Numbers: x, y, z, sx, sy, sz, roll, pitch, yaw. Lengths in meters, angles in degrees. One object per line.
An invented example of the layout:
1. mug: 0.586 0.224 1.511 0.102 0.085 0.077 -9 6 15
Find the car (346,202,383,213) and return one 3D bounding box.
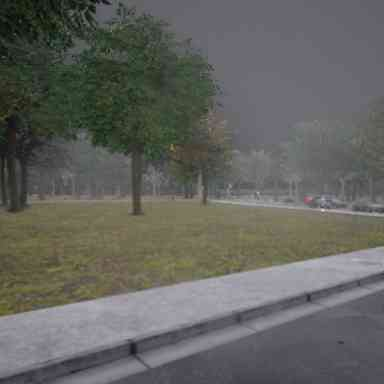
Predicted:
1. car: 21.310 1.854 40.331 1.994 1.385 4.181 1 0 -12

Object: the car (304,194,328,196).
1. car: 23.606 1.648 61.216 2.150 2.045 5.566 1 0 -11

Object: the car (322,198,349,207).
1. car: 26.740 1.950 62.071 2.128 1.511 4.902 1 0 -12

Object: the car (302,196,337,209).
1. car: 19.155 1.834 50.358 1.837 1.490 4.892 1 0 -12

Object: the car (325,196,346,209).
1. car: 22.163 1.842 51.861 1.882 1.535 5.008 1 0 -12

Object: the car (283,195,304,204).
1. car: 21.384 1.809 71.268 2.128 1.511 4.902 1 0 -12
